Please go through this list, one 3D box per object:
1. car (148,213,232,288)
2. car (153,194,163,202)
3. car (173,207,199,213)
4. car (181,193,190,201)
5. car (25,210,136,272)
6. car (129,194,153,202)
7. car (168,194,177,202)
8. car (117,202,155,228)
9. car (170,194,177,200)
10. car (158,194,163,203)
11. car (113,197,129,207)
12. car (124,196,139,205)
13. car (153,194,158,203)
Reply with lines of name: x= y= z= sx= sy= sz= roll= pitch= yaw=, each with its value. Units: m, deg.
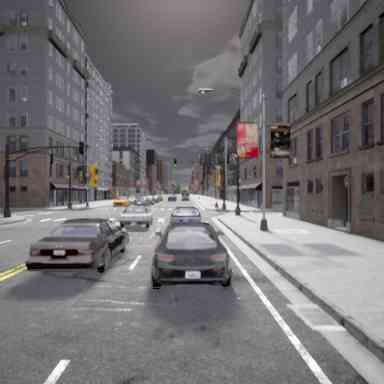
car: x=-0.053 y=1.527 z=9.108 sx=1.812 sy=1.442 sz=4.674 roll=0 pitch=0 yaw=-2
car: x=-8.069 y=1.364 z=79.431 sx=2.097 sy=1.767 sz=4.553 roll=0 pitch=0 yaw=-1
car: x=-0.344 y=1.552 z=19.410 sx=2.033 sy=1.411 sz=5.357 roll=0 pitch=0 yaw=-1
car: x=-1.593 y=1.614 z=80.752 sx=1.895 sy=1.301 sz=4.718 roll=0 pitch=0 yaw=-1
car: x=-3.332 y=1.549 z=10.725 sx=2.033 sy=1.411 sz=5.357 roll=0 pitch=0 yaw=-1
car: x=-7.569 y=1.509 z=49.977 sx=2.128 sy=1.511 sz=4.902 roll=0 pitch=0 yaw=-1
car: x=-4.834 y=1.496 z=80.240 sx=1.882 sy=1.535 sz=5.008 roll=0 pitch=0 yaw=-1
car: x=-3.668 y=1.606 z=22.413 sx=1.895 sy=1.301 sz=4.718 roll=0 pitch=0 yaw=-3
car: x=-5.044 y=1.391 z=90.658 sx=1.837 sy=1.490 sz=4.892 roll=0 pitch=0 yaw=-1
car: x=-7.863 y=1.517 z=69.200 sx=2.128 sy=1.511 sz=4.902 roll=0 pitch=0 yaw=-1
car: x=-10.851 y=1.496 z=51.450 sx=1.882 sy=1.535 sz=5.008 roll=0 pitch=0 yaw=-1
car: x=-11.002 y=1.547 z=60.672 sx=1.812 sy=1.442 sz=4.674 roll=0 pitch=0 yaw=-1
car: x=-7.738 y=1.512 z=59.330 sx=2.128 sy=1.511 sz=4.902 roll=0 pitch=0 yaw=-1
